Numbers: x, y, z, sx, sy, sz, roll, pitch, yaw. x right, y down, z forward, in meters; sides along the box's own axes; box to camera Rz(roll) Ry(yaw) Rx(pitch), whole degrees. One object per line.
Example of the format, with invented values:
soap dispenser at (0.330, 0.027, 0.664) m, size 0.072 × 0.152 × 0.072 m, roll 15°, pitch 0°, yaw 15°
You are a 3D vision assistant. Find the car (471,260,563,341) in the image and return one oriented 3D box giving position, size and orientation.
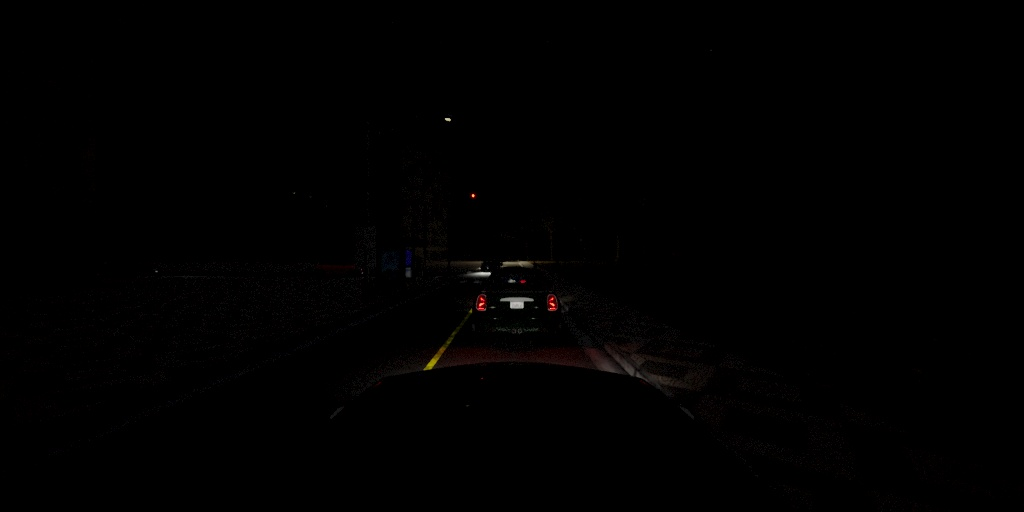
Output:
car at (0.117, 1.099, 10.016) m, size 2.097 × 1.767 × 4.553 m, roll 0°, pitch 0°, yaw 0°

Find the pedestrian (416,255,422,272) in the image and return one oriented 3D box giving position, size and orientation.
pedestrian at (-9.965, 0.800, 38.171) m, size 0.375 × 1.860 × 0.375 m, roll 0°, pitch 0°, yaw 2°

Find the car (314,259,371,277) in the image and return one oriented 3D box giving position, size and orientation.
car at (-15.057, 1.051, 32.081) m, size 4.553 × 1.767 × 2.097 m, roll 0°, pitch 1°, yaw 2°

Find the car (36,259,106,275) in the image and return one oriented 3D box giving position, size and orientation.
car at (-44.294, 1.092, 36.064) m, size 4.892 × 1.490 × 1.837 m, roll 0°, pitch 1°, yaw 2°

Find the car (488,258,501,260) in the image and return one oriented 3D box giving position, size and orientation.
car at (-2.949, 1.195, 46.214) m, size 2.128 × 1.511 × 4.902 m, roll 0°, pitch 0°, yaw 0°

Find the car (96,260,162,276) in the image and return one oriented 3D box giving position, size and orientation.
car at (-34.765, 1.134, 32.654) m, size 4.902 × 1.511 × 2.128 m, roll 0°, pitch 1°, yaw 2°
